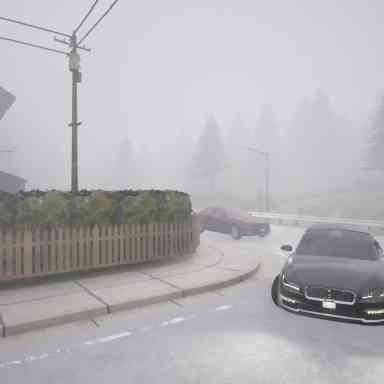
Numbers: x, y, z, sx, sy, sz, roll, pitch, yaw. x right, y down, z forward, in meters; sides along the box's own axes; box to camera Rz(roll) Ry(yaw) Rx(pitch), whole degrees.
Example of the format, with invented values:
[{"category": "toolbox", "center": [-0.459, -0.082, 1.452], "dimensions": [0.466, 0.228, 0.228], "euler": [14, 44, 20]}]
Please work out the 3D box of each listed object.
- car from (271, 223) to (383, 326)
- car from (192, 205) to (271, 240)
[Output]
[{"category": "car", "center": [3.211, 1.505, 7.336], "dimensions": [1.837, 1.490, 4.892], "euler": [0, 0, 27]}, {"category": "car", "center": [1.913, 1.478, 17.472], "dimensions": [1.882, 1.535, 5.008], "euler": [0, 0, -33]}]
